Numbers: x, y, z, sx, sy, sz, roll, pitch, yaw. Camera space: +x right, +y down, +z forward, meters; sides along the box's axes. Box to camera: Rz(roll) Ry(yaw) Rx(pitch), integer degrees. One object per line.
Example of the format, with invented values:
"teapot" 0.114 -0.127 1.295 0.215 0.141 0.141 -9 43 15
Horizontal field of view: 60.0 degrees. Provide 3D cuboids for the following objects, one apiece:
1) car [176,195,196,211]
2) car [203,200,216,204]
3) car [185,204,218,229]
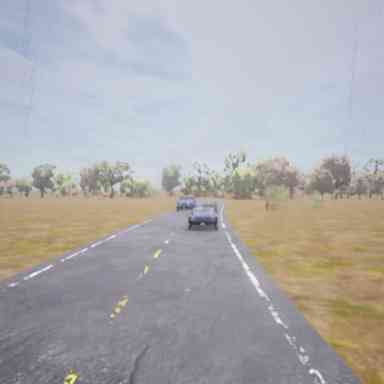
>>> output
"car" -0.679 1.432 43.464 2.150 2.045 5.566 0 0 6
"car" 2.176 1.728 40.665 2.033 1.411 5.357 0 0 6
"car" 0.798 1.703 22.716 1.895 1.301 4.718 0 0 3
